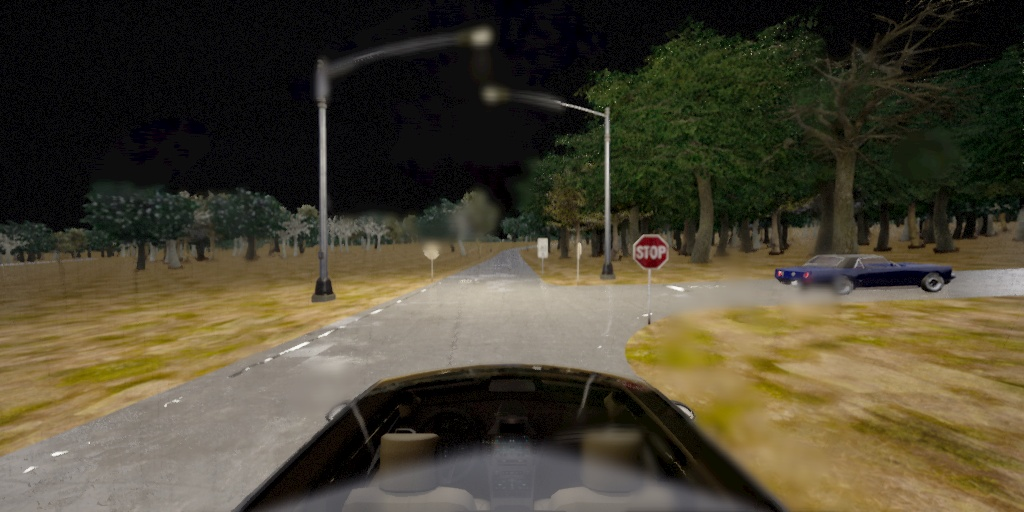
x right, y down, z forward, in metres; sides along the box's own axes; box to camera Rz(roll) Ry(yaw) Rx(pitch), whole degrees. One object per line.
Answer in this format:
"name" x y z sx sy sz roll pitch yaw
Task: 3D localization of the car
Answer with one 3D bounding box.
"car" 12.161 0.597 12.529 4.718 1.301 1.895 -3 1 1
